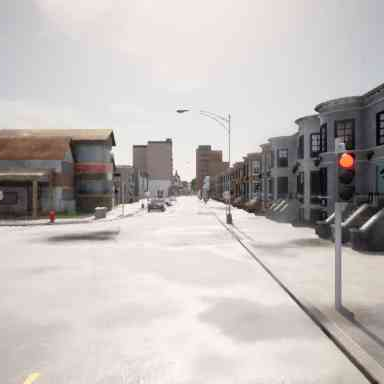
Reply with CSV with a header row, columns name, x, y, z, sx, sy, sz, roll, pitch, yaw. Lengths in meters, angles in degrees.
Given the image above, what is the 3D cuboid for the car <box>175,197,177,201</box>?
name,x,y,z,sx,sy,sz,roll,pitch,yaw
car,-3.986,1.460,66.871,1.812,1.442,4.674,0,0,0

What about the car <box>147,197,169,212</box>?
name,x,y,z,sx,sy,sz,roll,pitch,yaw
car,-4.102,1.505,39.260,1.837,1.490,4.892,0,0,0

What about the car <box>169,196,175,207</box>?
name,x,y,z,sx,sy,sz,roll,pitch,yaw
car,-4.091,1.546,50.828,2.033,1.411,5.357,0,0,0
